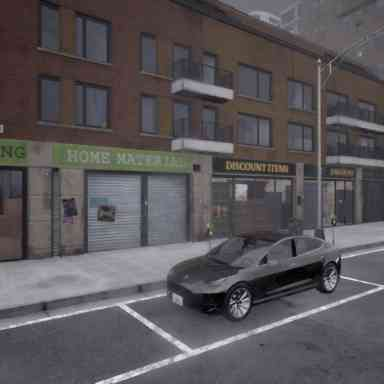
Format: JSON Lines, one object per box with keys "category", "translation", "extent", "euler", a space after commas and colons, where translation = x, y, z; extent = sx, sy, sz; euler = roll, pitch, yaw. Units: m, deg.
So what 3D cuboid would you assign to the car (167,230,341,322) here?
{"category": "car", "translation": [1.517, 1.566, 7.257], "extent": [4.313, 1.339, 1.947], "euler": [0, 0, -35]}
